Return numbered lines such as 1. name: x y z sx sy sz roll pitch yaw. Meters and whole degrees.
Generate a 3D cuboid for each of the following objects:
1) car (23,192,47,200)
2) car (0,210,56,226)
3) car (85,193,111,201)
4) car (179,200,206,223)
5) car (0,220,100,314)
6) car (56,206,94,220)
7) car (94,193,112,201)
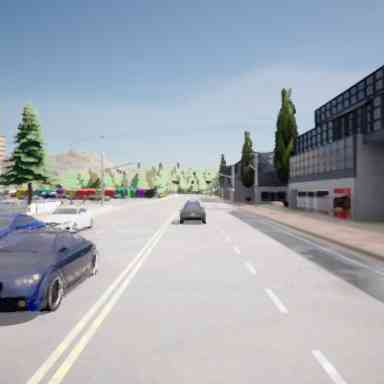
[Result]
1. car: -38.912 1.412 82.679 3.806 1.475 1.970 0 0 0
2. car: -7.006 1.528 12.348 1.812 1.442 4.674 0 0 0
3. car: -21.501 1.169 77.075 4.605 1.855 1.932 0 0 0
4. car: 0.071 1.570 25.624 1.994 1.385 4.181 0 0 0
5. car: -3.551 1.566 7.565 1.994 1.385 4.181 0 0 1
6. car: -7.049 1.530 19.152 1.812 1.442 4.674 0 0 1
7. car: -21.446 1.173 79.969 3.866 1.878 1.905 0 0 0
